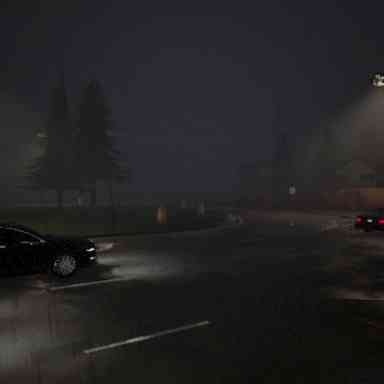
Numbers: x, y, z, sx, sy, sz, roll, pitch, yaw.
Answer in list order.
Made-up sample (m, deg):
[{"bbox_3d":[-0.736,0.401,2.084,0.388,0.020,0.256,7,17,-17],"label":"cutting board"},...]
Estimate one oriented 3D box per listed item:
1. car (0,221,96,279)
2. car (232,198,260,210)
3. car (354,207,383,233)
[{"bbox_3d":[-4.998,1.504,8.572,4.892,1.490,1.837,0,0,-31],"label":"car"},{"bbox_3d":[6.820,1.482,41.935,1.812,1.442,4.674,0,0,-22],"label":"car"},{"bbox_3d":[11.196,1.518,18.228,5.357,1.411,2.033,0,0,-31],"label":"car"}]
